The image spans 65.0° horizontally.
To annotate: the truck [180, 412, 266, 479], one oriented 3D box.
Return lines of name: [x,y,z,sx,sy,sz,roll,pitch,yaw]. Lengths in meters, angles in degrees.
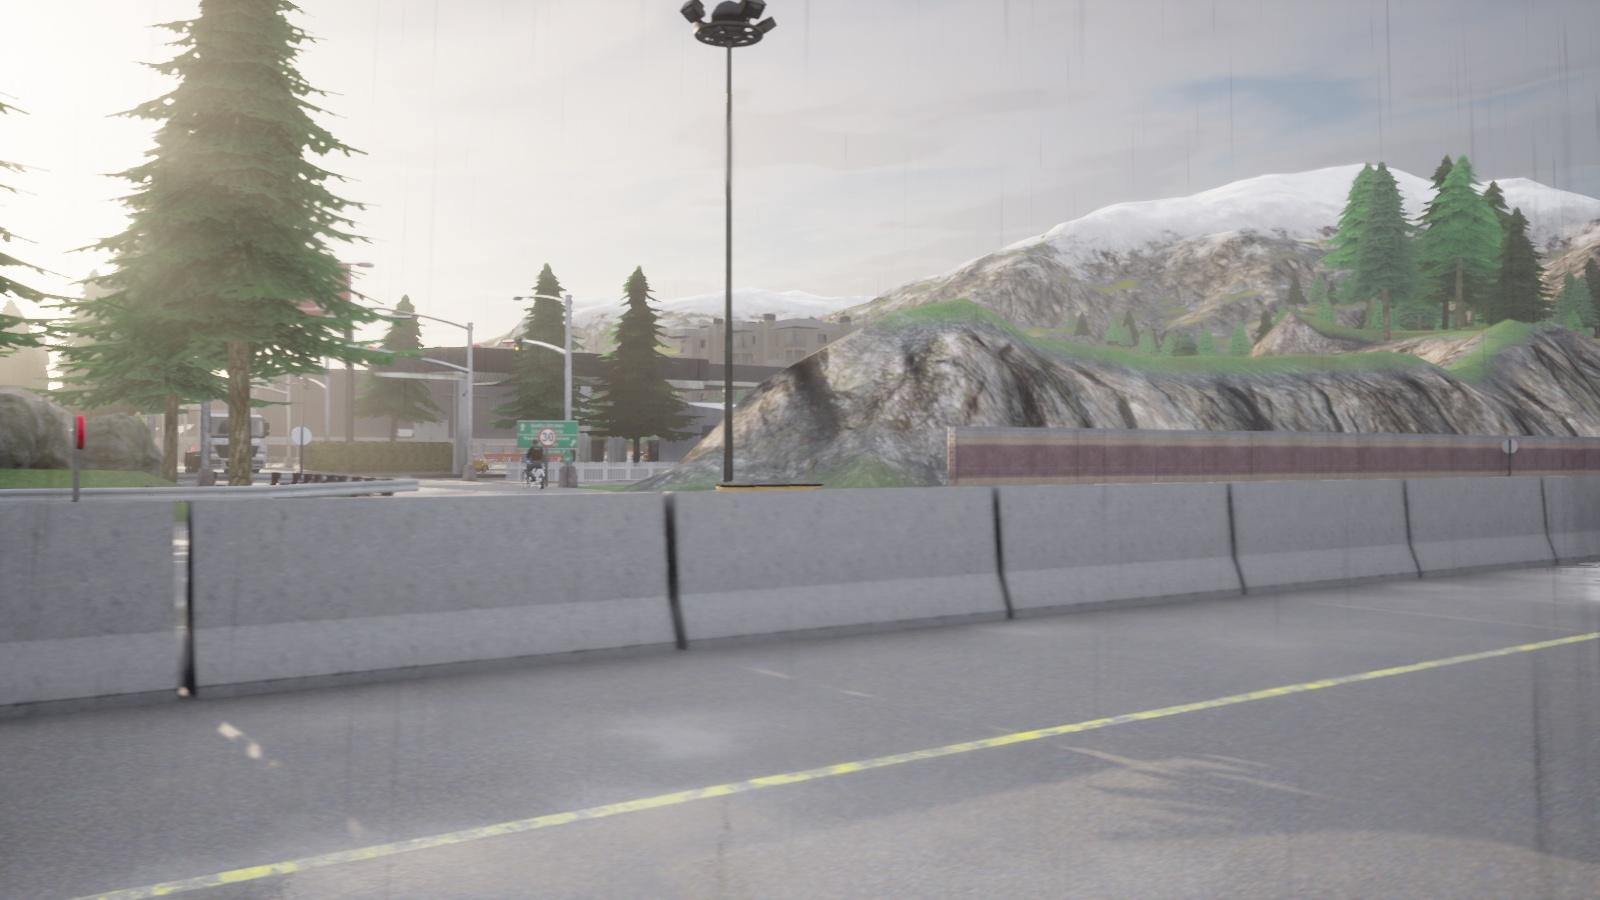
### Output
truck: [-31.721,-0.180,68.838,2.891,3.462,7.936,0,-1,-35]

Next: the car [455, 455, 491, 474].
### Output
car: [-24.579,1.079,94.408,2.207,1.376,1.481,0,0,-35]

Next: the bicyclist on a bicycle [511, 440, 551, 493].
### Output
bicyclist on a bicycle: [-9.220,0.544,42.944,0.659,1.776,1.843,0,0,-36]
